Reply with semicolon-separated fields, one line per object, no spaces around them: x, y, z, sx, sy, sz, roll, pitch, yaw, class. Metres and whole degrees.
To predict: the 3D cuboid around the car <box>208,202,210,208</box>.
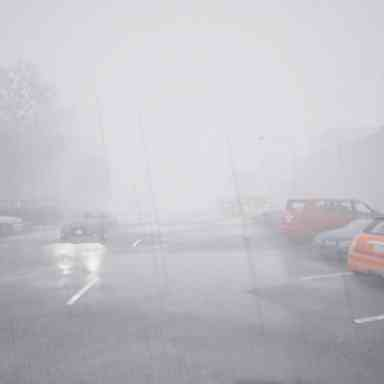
6.252;2.387;64.241;5.008;1.535;2.097;2;-4;-21;car

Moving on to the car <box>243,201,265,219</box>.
6.378;1.618;23.222;4.792;1.488;2.163;1;0;-20;car

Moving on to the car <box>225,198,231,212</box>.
6.432;1.694;34.971;4.792;1.488;2.163;1;-1;-20;car

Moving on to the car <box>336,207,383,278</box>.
6.386;1.388;8.555;4.553;1.767;2.185;1;-1;-20;car

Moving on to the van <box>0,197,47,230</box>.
-11.513;1.348;20.358;4.442;1.987;1.878;-1;0;-20;van

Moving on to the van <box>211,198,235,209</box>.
6.328;2.342;67.222;4.442;1.987;1.878;2;-4;-21;van

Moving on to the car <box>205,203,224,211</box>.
5.911;4.006;87.638;4.553;1.767;2.185;3;-5;-21;car

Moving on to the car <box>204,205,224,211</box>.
5.886;4.385;90.556;4.892;1.521;2.231;3;-6;-21;car

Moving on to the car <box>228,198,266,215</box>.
6.584;1.644;32.088;5.366;1.575;1.946;1;-1;-20;car

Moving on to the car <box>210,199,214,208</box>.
6.468;2.100;58.467;5.366;1.575;1.946;2;-3;-20;car

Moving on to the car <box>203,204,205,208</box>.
6.036;3.650;81.788;5.008;1.535;2.097;3;-5;-21;car

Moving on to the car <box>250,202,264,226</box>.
6.404;1.572;20.296;4.892;1.521;2.231;1;-1;-20;car

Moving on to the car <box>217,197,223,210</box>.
6.220;1.696;40.763;5.366;1.575;1.946;1;0;-20;car

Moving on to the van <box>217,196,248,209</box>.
6.449;1.665;52.601;4.442;1.987;1.878;2;-2;-20;van

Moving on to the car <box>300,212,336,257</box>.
6.415;1.567;11.493;4.674;1.452;2.002;1;0;-20;car

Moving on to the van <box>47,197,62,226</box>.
-11.297;1.363;23.391;4.442;1.987;1.878;-1;-1;-20;van

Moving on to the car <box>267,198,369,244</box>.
6.442;1.289;14.443;5.566;2.045;2.435;1;-1;-20;car

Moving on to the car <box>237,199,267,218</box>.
6.584;1.606;26.227;5.366;1.575;1.946;1;-1;-20;car

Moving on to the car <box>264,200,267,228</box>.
6.447;1.429;17.365;4.553;1.767;2.185;1;0;-20;car

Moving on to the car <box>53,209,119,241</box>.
-5.090;1.631;16.960;1.994;1.385;4.181;0;0;0;car

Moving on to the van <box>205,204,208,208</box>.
6.182;3.198;78.922;4.442;1.987;1.878;2;-5;-21;van

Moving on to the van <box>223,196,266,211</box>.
6.295;1.455;37.849;4.442;1.987;1.878;1;0;-20;van

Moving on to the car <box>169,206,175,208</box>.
-5.554;4.611;92.113;1.994;1.385;4.181;0;-5;-1;car

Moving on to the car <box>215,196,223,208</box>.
6.361;1.472;43.756;5.566;2.045;2.435;1;-1;-20;car

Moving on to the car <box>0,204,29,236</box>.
-11.407;1.596;17.460;4.674;1.452;2.002;-1;-1;-20;car

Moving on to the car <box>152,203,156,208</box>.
-11.676;2.918;75.200;5.566;2.045;2.435;1;-5;-21;car

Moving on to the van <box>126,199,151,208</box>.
-11.512;2.502;69.252;4.442;1.987;1.878;1;-4;-21;van
